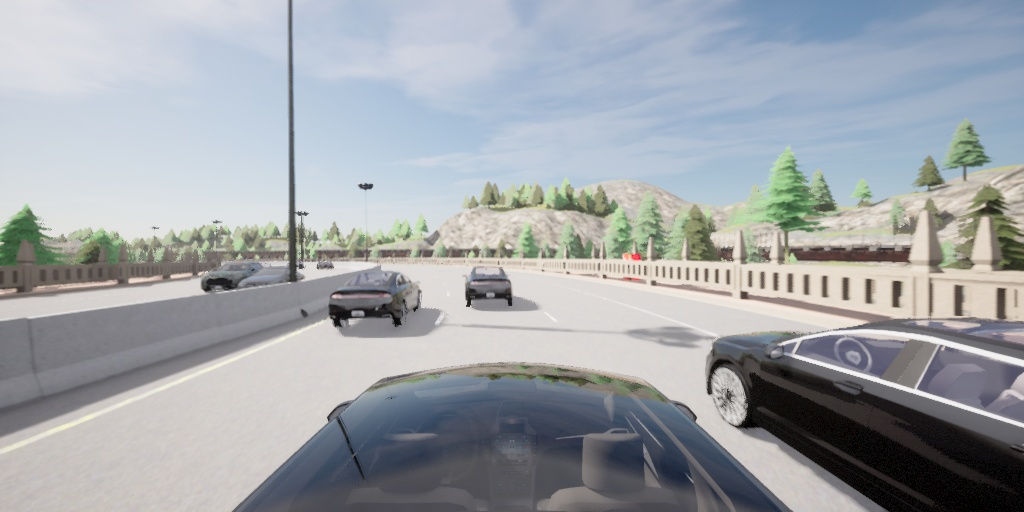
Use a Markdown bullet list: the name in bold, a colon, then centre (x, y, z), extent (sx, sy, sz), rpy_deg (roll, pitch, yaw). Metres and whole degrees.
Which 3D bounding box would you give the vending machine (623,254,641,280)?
- **vending machine**: centre (8.632, 0.809, 25.937), extent (1.100, 2.100, 0.880), rpy_deg (0, 0, -13)

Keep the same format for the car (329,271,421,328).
- **car**: centre (-4.101, 1.229, 11.396), extent (2.128, 1.511, 4.902), rpy_deg (0, 0, -6)

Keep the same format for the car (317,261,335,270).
- **car**: centre (-29.559, 1.449, 56.825), extent (1.994, 1.385, 4.181), rpy_deg (-1, 0, -36)

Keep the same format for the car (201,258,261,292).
- **car**: centre (-16.778, 1.147, 21.980), extent (2.097, 1.767, 4.553), rpy_deg (0, 0, -15)

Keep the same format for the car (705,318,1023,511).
- **car**: centre (3.421, 1.221, 2.685), extent (2.128, 1.511, 4.902), rpy_deg (0, 0, -1)

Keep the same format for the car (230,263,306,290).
- **car**: centre (-12.535, 1.296, 19.072), extent (1.812, 1.442, 4.674), rpy_deg (0, 0, -12)

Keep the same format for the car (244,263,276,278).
- **car**: centre (-25.460, 1.462, 36.398), extent (1.895, 1.301, 4.718), rpy_deg (-1, 0, -25)

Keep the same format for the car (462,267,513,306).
- **car**: centre (-1.084, 1.199, 15.446), extent (2.128, 1.511, 4.902), rpy_deg (0, 0, -7)
